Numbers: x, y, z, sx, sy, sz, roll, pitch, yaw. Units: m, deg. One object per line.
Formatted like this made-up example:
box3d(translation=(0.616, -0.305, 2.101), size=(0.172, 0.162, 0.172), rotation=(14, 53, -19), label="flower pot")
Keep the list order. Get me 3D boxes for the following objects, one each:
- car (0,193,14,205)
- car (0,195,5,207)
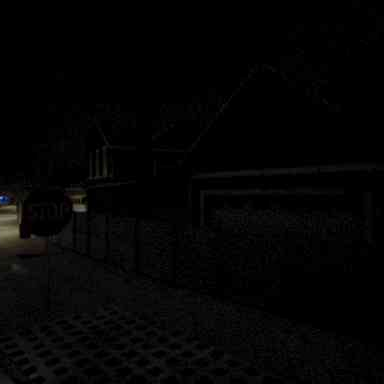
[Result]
box3d(translation=(-32.824, 1.173, 58.330), size=(2.150, 2.045, 5.566), rotation=(0, 0, -20), label="car")
box3d(translation=(-29.397, 1.580, 48.938), size=(1.895, 1.301, 4.718), rotation=(0, 0, -20), label="car")
